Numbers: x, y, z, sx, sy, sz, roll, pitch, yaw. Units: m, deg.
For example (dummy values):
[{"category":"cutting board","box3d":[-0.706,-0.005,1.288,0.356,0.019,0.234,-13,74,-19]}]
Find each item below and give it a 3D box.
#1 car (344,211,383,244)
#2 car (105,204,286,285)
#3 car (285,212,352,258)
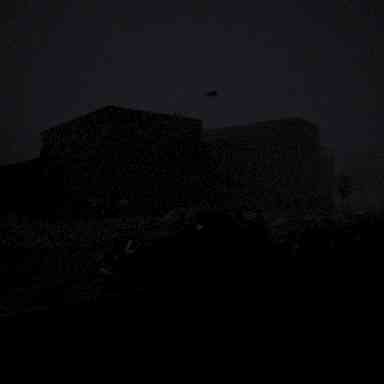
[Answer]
[{"category":"car","box3d":[8.620,1.805,17.883,4.892,1.521,2.231,1,2,-42]},{"category":"car","box3d":[0.135,1.435,10.552,5.566,2.045,2.435,1,2,-39]},{"category":"car","box3d":[4.451,1.746,14.157,4.892,1.521,2.231,1,2,-41]}]
